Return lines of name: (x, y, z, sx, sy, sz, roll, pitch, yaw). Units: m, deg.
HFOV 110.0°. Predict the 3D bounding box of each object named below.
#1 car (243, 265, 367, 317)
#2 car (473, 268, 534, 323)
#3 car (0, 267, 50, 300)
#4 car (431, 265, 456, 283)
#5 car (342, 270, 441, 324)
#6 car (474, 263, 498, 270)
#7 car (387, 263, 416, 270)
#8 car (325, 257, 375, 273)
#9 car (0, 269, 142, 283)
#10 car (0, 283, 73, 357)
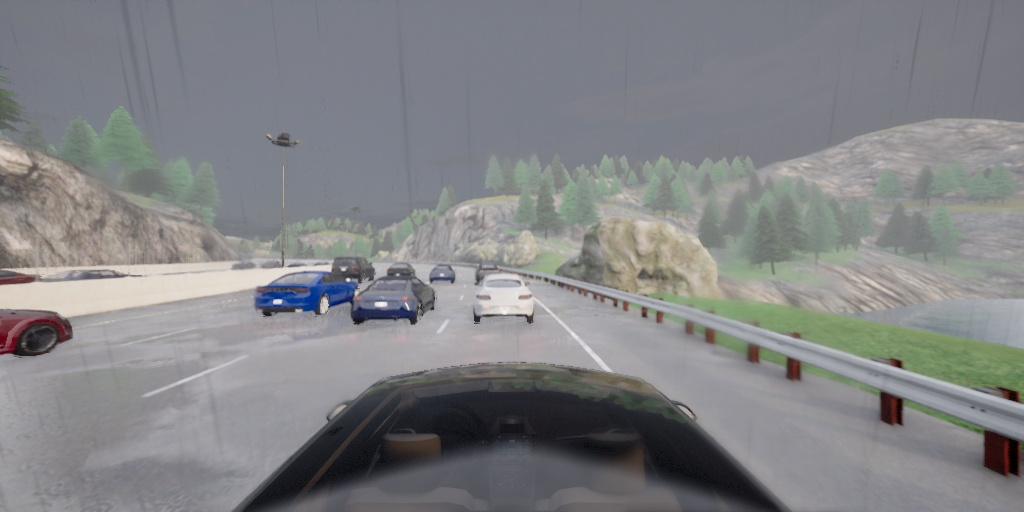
car: (-7.423, 1.281, 13.583, 1.882, 1.535, 5.008, 0, 0, -4)
car: (-0.321, 1.309, 12.217, 1.812, 1.442, 4.674, 0, 0, -3)
car: (-25.405, 1.330, 16.606, 1.882, 1.535, 5.008, 0, 0, -6)
car: (-5.624, 1.413, 29.235, 1.994, 1.385, 4.181, 0, 0, -8)
car: (-3.839, 1.355, 12.236, 1.994, 1.385, 4.181, 0, 0, -3)
car: (-1.956, 1.329, 28.367, 2.128, 1.511, 4.902, 0, 0, -8)
car: (-9.353, 1.338, 30.520, 1.882, 1.535, 5.008, 0, 0, -9)
car: (-12.568, 1.083, 28.566, 2.150, 2.045, 5.566, 0, 0, -9)
car: (-22.043, 1.398, 18.411, 2.033, 1.411, 5.357, 0, 0, -6)
car: (-10.564, 1.351, 6.033, 1.994, 1.385, 4.181, 0, 0, -1)
